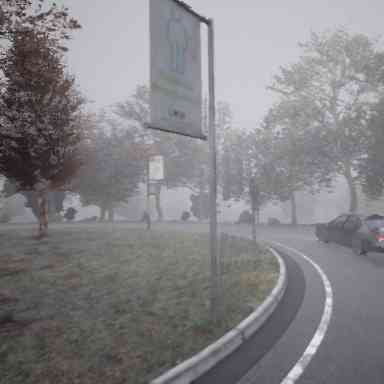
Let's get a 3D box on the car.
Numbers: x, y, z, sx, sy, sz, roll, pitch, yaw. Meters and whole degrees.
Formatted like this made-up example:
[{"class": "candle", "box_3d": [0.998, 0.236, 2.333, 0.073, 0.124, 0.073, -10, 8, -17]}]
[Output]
[{"class": "car", "box_3d": [6.668, 1.562, 13.073, 2.033, 1.411, 5.357, -1, 0, -1]}]
